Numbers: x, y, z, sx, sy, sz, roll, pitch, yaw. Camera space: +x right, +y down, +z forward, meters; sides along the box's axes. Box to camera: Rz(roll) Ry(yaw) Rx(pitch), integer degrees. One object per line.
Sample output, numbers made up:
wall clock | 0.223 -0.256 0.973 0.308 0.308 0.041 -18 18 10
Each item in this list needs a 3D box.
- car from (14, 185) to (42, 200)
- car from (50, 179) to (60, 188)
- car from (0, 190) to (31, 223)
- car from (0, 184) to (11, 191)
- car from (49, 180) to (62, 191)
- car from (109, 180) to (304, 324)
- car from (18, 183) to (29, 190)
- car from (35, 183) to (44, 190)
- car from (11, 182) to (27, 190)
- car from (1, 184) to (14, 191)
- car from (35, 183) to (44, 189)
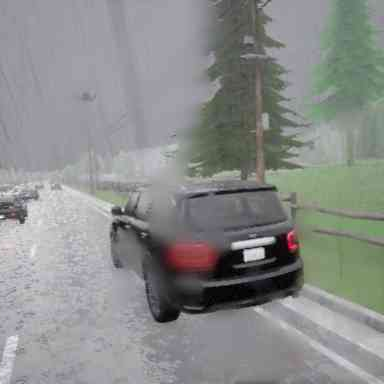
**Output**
car | -18.178 0.255 36.927 1.994 1.385 4.181 -4 4 -23
car | -34.799 -2.228 84.236 2.150 2.045 5.566 -4 4 -23
car | -10.272 0.894 18.475 1.837 1.490 4.892 -4 4 -23
car | -40.302 -0.724 70.559 1.882 1.535 5.008 -4 4 -23
car | -26.677 -1.049 65.365 2.128 1.511 4.902 -4 4 -23
car | -0.248 0.804 6.745 2.150 2.045 5.566 -4 4 -23
car | -41.196 -1.426 81.492 2.033 1.411 5.357 -4 4 -23
car | -34.039 -1.179 73.680 1.812 1.442 4.674 -4 4 -23
car | -37.114 -1.221 71.939 2.150 2.045 5.566 -4 4 -23
car | -44.410 -1.197 80.124 2.128 1.511 4.902 -4 4 -23
car | -37.993 -1.615 82.891 1.895 1.301 4.718 -4 4 -23
